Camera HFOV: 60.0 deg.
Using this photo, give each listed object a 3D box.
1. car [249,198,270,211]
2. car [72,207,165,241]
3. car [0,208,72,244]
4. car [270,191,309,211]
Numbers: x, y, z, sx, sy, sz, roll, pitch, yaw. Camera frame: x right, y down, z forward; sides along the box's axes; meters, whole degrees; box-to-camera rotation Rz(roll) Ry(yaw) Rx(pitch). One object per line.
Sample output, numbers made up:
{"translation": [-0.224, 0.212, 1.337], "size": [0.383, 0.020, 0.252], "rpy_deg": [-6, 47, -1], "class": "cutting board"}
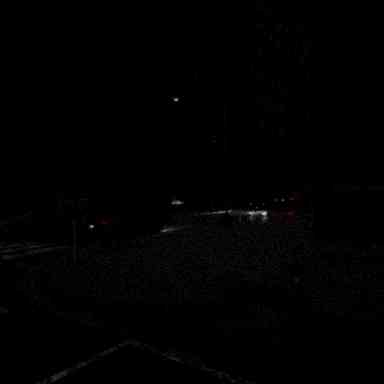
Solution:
{"translation": [8.138, 1.335, 36.814], "size": [1.895, 1.301, 4.718], "rpy_deg": [-1, 0, 36], "class": "car"}
{"translation": [-3.168, 1.420, 15.821], "size": [1.994, 1.385, 4.181], "rpy_deg": [-1, 0, 33], "class": "car"}
{"translation": [-7.092, 1.485, 15.767], "size": [2.033, 1.411, 5.357], "rpy_deg": [-1, 0, 36], "class": "car"}
{"translation": [10.604, 0.899, 35.216], "size": [2.150, 2.045, 5.566], "rpy_deg": [-1, 0, 36], "class": "car"}
